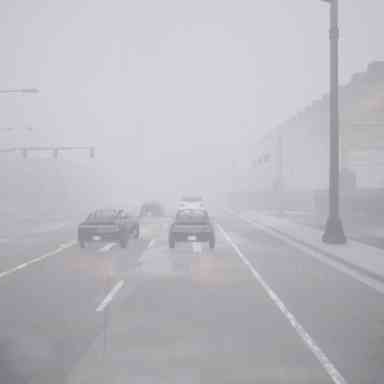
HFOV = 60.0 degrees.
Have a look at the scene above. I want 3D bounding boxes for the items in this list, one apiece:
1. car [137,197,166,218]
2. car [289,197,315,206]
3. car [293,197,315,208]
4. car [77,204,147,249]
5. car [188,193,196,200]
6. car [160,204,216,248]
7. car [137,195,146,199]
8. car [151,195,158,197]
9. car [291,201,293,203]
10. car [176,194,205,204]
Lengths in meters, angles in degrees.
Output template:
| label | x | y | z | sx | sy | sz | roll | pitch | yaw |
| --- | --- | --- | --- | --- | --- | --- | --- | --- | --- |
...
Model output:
| label | x | y | z | sx | sy | sz | roll | pitch | yaw |
| --- | --- | --- | --- | --- | --- | --- | --- | --- | --- |
| car | -3.500 | 1.515 | 29.650 | 1.837 | 1.490 | 4.892 | 0 | 0 | 0 |
| car | 15.969 | 1.293 | 48.164 | 1.853 | 1.218 | 4.536 | 0 | 0 | 44 |
| car | 15.976 | 1.293 | 43.476 | 1.853 | 1.218 | 4.536 | 0 | 0 | -36 |
| car | -3.500 | 1.493 | 14.650 | 2.128 | 1.511 | 4.902 | 0 | 0 | 0 |
| car | 0.000 | 1.227 | 87.717 | 2.097 | 1.767 | 4.553 | 0 | 0 | 0 |
| car | 0.000 | 1.493 | 14.650 | 2.128 | 1.511 | 4.902 | 0 | 0 | 0 |
| car | -14.000 | 1.493 | 92.465 | 1.837 | 1.490 | 4.892 | 0 | 0 | 0 |
| car | -10.500 | 1.517 | 92.465 | 1.812 | 1.442 | 4.674 | 0 | 0 | 0 |
| car | 15.945 | 1.450 | 43.518 | 2.038 | 1.542 | 4.974 | 0 | 0 | -36 |
| car | 0.000 | 1.256 | 29.680 | 2.150 | 2.045 | 5.566 | 0 | 0 | 0 |
